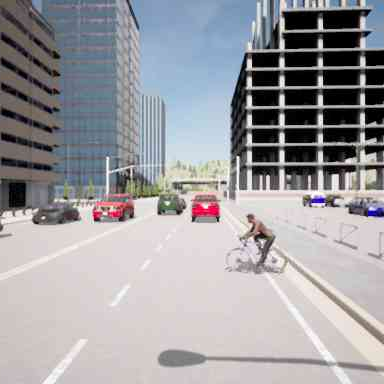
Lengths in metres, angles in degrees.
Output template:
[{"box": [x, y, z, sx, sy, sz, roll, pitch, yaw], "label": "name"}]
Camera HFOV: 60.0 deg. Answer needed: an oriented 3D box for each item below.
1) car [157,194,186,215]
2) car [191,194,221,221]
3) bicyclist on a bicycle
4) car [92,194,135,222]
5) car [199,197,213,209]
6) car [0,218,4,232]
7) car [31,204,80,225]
[{"box": [-2.134, 1.185, 33.169, 2.150, 2.045, 5.566, 0, 0, 3], "label": "car"}, {"box": [1.104, 1.192, 26.694, 2.150, 2.045, 5.566, 0, 0, 2], "label": "car"}, {"box": [1.757, 1.409, 9.071, 1.656, 1.620, 0.582, 0, 0, 2], "label": "bicyclist on a bicycle"}, {"box": [-6.021, 1.176, 26.241, 2.150, 2.045, 5.566, 0, 0, 2], "label": "car"}, {"box": [1.875, 1.454, 45.473, 1.837, 1.490, 4.892, 0, 0, 2], "label": "car"}, {"box": [-10.132, 1.530, 13.839, 2.033, 1.411, 5.357, 0, 0, 2], "label": "car"}, {"box": [-9.696, 1.535, 23.951, 1.994, 1.385, 4.181, 0, 0, 4], "label": "car"}]
